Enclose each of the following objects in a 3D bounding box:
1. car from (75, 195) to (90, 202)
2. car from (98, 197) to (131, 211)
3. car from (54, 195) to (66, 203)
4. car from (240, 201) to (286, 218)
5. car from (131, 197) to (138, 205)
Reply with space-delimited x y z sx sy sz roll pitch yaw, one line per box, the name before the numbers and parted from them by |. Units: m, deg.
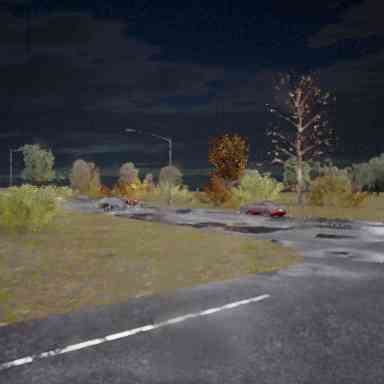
car | -21.756 1.232 66.014 1.994 1.385 4.181 0 0 -37
car | -9.124 1.359 37.786 1.837 1.490 4.892 0 0 -37
car | -22.611 1.216 55.660 1.882 1.535 5.008 0 1 -36
car | 6.161 1.472 29.220 1.994 1.385 4.181 0 0 -37
car | -10.170 1.377 50.747 1.895 1.301 4.718 0 0 -37
